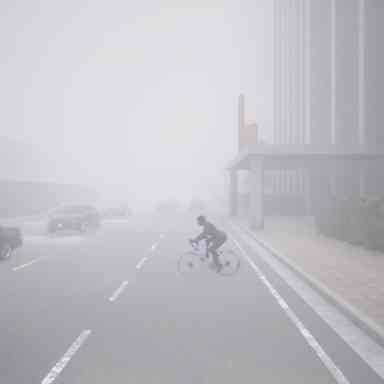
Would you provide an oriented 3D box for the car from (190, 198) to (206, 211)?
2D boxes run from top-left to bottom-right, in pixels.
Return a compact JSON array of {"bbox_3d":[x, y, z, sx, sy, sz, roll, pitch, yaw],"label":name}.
[{"bbox_3d":[0.678,1.600,40.367,1.895,1.301,4.718,0,0,1],"label":"car"}]

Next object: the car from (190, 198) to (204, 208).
[{"bbox_3d":[0.803,1.562,49.126,1.994,1.385,4.181,0,0,1],"label":"car"}]

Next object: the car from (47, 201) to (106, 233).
[{"bbox_3d":[-6.823,1.504,19.701,1.837,1.490,4.892,0,0,1],"label":"car"}]

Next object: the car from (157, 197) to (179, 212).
[{"bbox_3d":[-2.878,1.525,38.277,1.812,1.442,4.674,0,0,1],"label":"car"}]

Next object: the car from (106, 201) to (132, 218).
[{"bbox_3d":[-6.643,1.525,29.976,1.812,1.442,4.674,0,0,1],"label":"car"}]

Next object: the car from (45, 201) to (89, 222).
[{"bbox_3d":[-10.190,1.525,27.552,1.812,1.442,4.674,0,0,1],"label":"car"}]

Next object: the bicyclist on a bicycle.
[{"bbox_3d":[0.427,1.443,8.772,1.656,1.620,0.582,-2,0,1],"label":"bicyclist on a bicycle"}]

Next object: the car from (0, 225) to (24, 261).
[{"bbox_3d":[-6.978,1.547,9.581,2.033,1.411,5.357,0,0,1],"label":"car"}]
